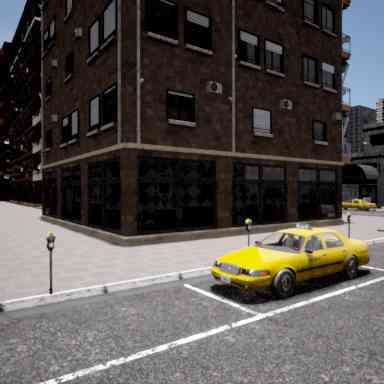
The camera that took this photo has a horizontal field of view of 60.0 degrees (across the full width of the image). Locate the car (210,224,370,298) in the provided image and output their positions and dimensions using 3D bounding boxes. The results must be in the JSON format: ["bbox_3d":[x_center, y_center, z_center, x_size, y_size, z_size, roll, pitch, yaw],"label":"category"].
[{"bbox_3d":[2.671,1.525,8.478,4.829,1.417,1.752,0,0,-36],"label":"car"}]

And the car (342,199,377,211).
[{"bbox_3d":[19.322,1.469,39.712,1.752,1.417,4.829,0,0,-35],"label":"car"}]
